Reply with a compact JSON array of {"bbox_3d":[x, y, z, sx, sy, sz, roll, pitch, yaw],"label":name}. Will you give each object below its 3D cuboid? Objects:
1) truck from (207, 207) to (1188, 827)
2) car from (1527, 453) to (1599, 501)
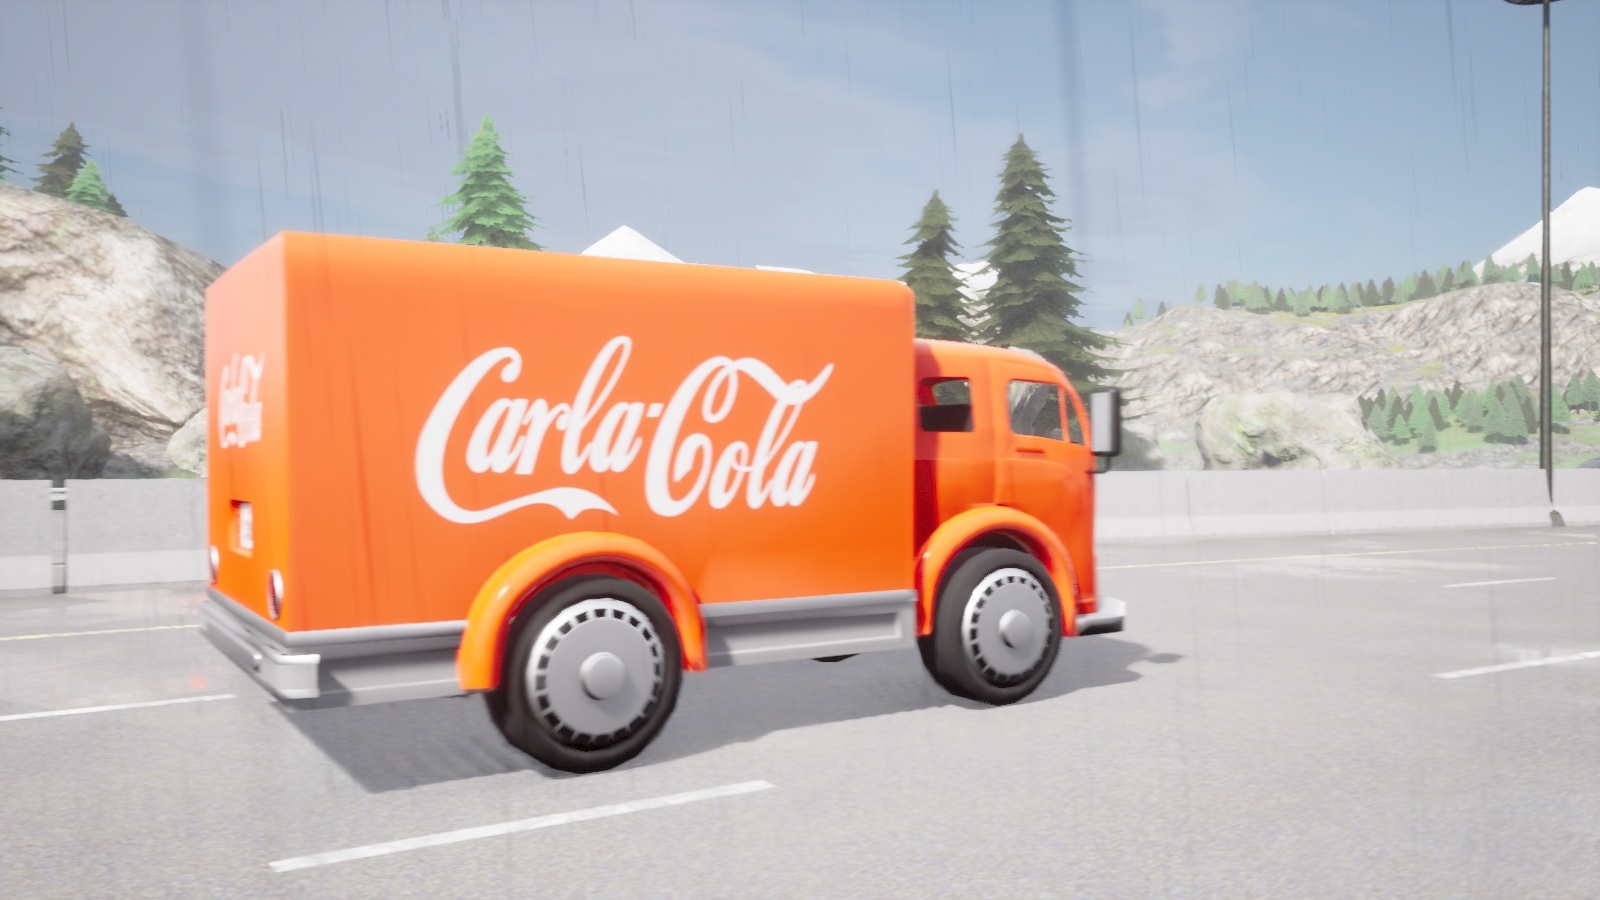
[{"bbox_3d":[-0.502,0.275,7.505,5.204,2.467,2.627,0,-1,-33],"label":"truck"},{"bbox_3d":[25.144,0.806,38.992,4.674,1.442,1.812,0,0,-18],"label":"car"}]
